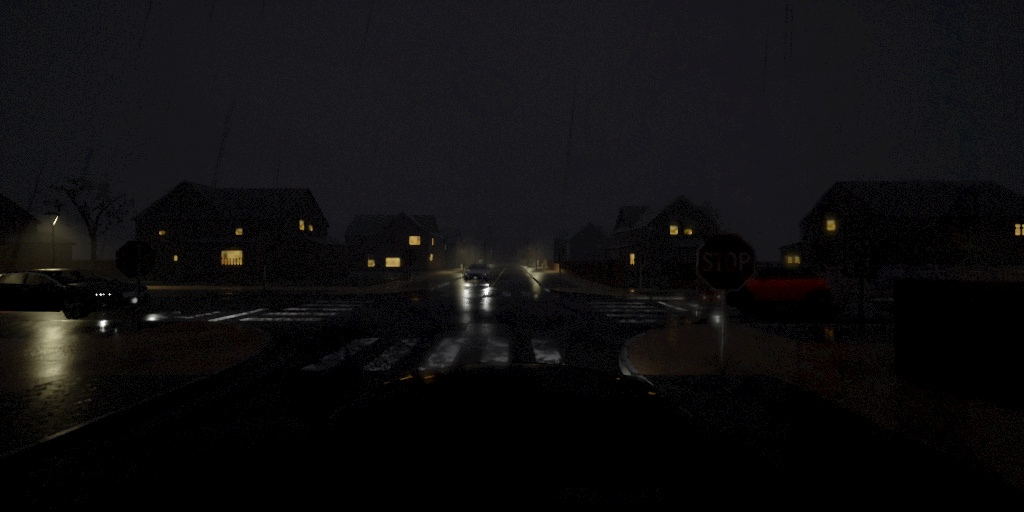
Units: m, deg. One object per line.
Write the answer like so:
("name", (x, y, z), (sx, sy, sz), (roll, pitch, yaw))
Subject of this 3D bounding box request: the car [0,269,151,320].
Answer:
("car", (-14.861, 1.185, 11.811), (4.902, 1.511, 2.128), (0, 0, 0))

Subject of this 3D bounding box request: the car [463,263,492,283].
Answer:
("car", (-2.692, 1.324, 28.664), (1.812, 1.442, 4.674), (0, 0, 0))

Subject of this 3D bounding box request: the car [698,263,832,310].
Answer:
("car", (10.268, 1.167, 14.850), (4.553, 1.767, 2.097), (0, 0, 2))
